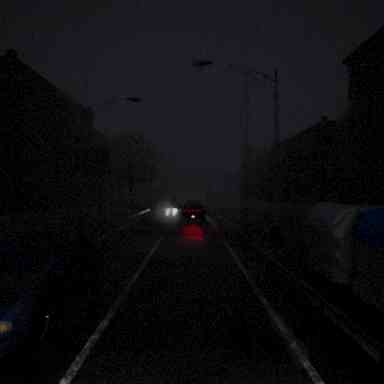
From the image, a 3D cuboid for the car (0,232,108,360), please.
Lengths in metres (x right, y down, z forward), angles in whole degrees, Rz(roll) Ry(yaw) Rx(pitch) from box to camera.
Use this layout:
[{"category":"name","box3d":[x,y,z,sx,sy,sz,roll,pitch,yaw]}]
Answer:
[{"category":"car","box3d":[-3.102,1.553,6.558,2.033,1.411,5.357,0,0,0]}]

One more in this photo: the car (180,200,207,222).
[{"category":"car","box3d":[0.090,1.567,26.663,1.837,1.490,4.892,0,-1,0]}]

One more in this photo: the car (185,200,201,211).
[{"category":"car","box3d":[0.083,1.717,43.041,1.994,1.385,4.181,0,0,0]}]

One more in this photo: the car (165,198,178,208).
[{"category":"car","box3d":[-3.092,1.677,50.942,2.128,1.511,4.902,0,0,0]}]
